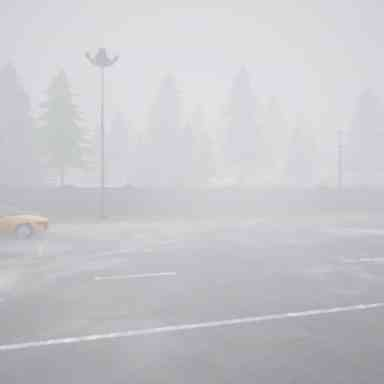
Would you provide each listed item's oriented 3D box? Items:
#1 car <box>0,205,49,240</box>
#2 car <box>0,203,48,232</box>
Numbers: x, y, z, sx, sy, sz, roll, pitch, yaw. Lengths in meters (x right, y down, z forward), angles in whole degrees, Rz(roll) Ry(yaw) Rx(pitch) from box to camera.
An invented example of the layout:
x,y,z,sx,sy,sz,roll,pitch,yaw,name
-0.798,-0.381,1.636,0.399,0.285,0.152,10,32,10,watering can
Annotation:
x,y,z,sx,sy,sz,roll,pitch,yaw,name
-9.393,1.403,15.521,5.008,1.535,1.882,0,0,-15,car
-10.784,1.434,18.783,4.674,1.442,1.812,0,0,-15,car
